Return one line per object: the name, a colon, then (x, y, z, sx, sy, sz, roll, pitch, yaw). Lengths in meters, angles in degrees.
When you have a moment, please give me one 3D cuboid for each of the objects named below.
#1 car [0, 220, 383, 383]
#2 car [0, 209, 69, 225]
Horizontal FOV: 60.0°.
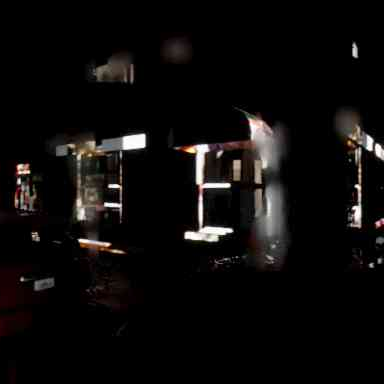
car: (0.790, 1.305, 2.326, 5.009, 1.841, 2.192, 1, 0, 36)
car: (-3.814, 1.211, 5.613, 5.009, 1.841, 2.192, 1, 0, 36)
